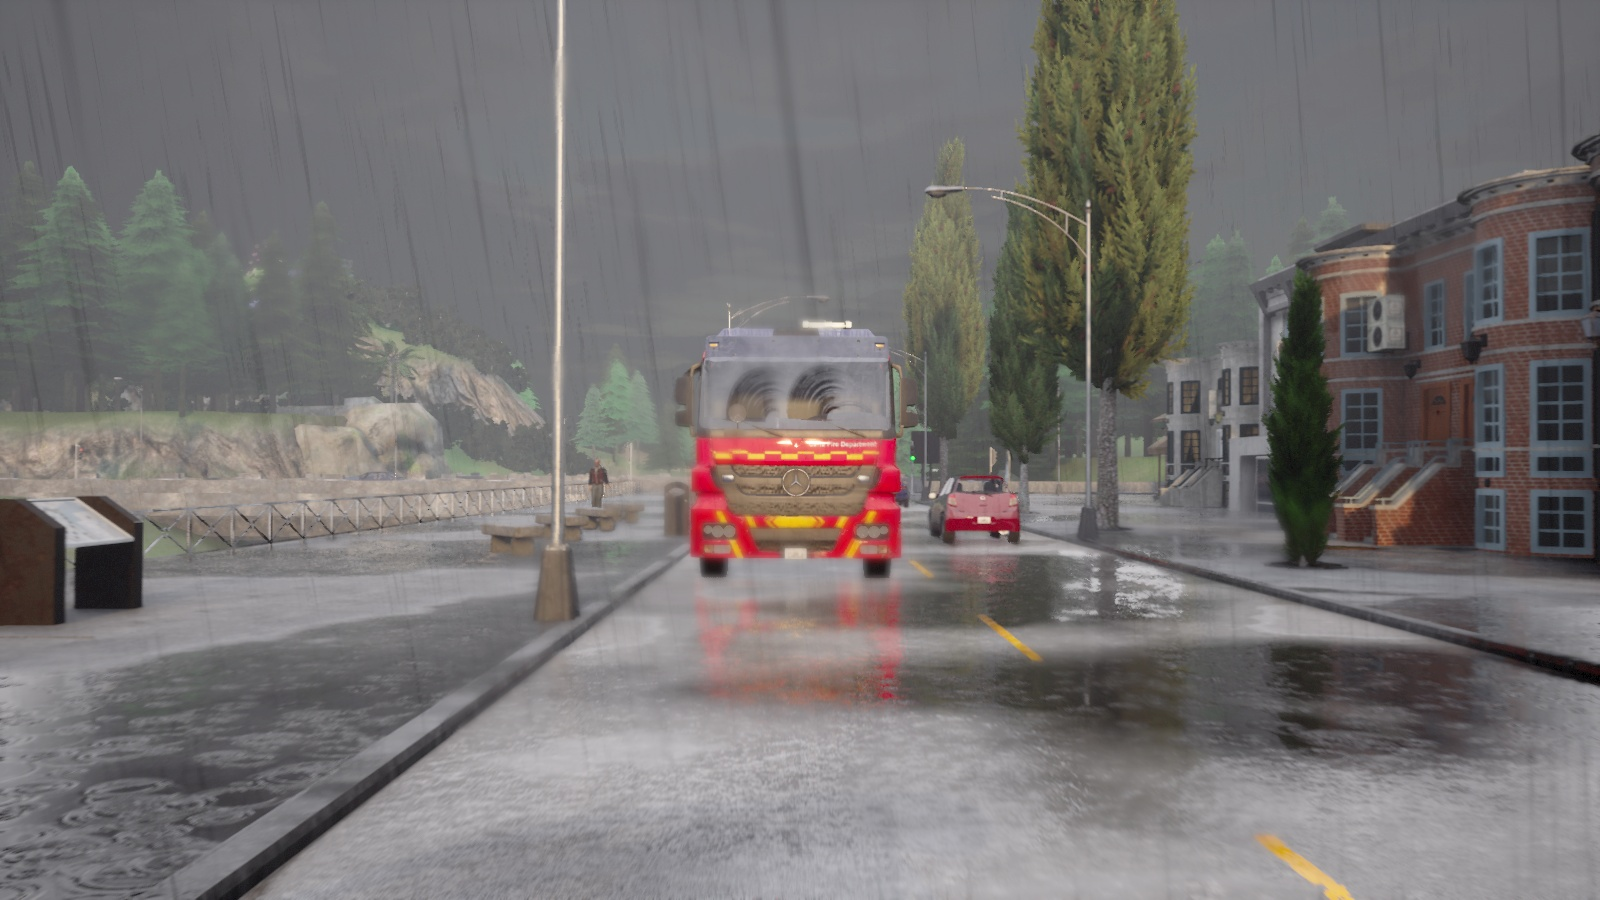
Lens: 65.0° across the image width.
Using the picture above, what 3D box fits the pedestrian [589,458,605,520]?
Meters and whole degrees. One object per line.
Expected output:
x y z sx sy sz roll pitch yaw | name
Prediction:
-6.178 1.190 38.290 0.376 1.854 0.720 0 -1 0 | pedestrian

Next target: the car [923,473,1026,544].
3.924 1.294 28.742 1.845 1.501 3.633 0 -1 0 | car

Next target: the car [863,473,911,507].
3.853 1.769 56.370 1.812 1.442 4.674 0 -1 0 | car

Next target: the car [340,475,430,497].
-27.678 2.376 83.839 5.357 1.411 2.033 0 -1 0 | car

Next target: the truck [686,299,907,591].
-0.060 -0.003 20.726 2.891 3.827 8.468 0 -1 0 | truck
